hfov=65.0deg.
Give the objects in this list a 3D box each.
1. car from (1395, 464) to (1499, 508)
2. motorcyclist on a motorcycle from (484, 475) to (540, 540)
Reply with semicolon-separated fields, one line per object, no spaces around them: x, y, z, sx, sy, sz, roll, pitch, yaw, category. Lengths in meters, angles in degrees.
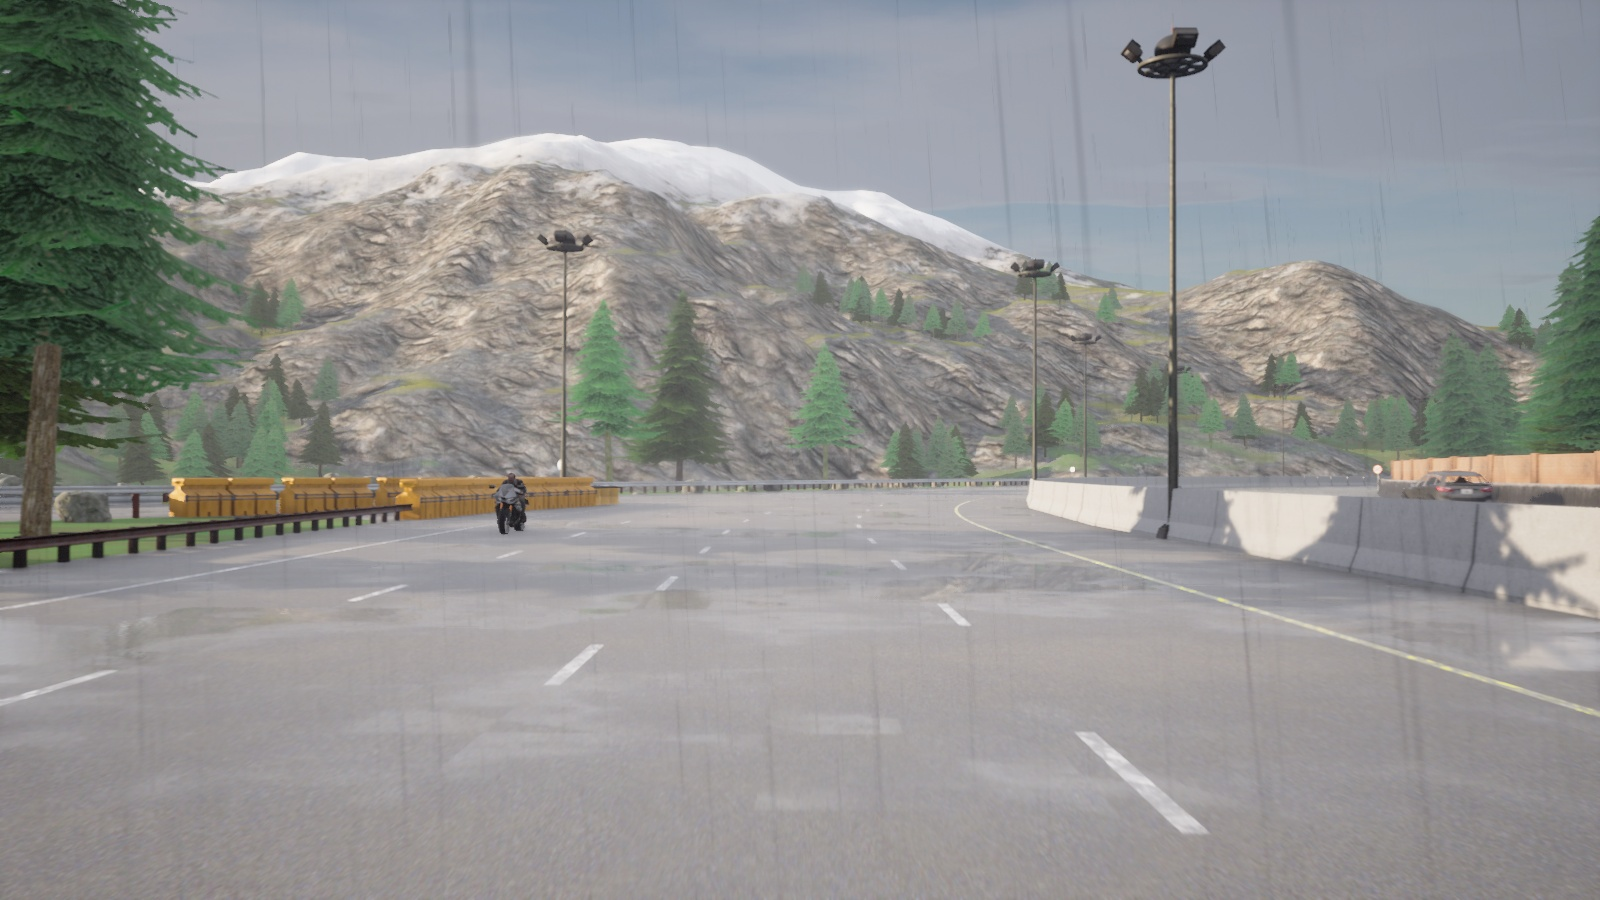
25.596;1.392;49.889;2.242;1.667;4.611;-1;-1;8;car
-7.114;1.398;31.083;0.866;1.530;2.191;0;-1;0;motorcyclist on a motorcycle
